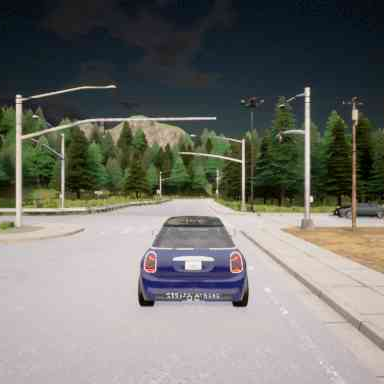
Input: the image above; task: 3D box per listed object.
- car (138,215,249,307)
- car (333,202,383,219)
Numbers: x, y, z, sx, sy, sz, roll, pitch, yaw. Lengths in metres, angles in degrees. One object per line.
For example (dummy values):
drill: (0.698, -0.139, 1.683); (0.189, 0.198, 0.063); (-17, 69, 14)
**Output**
car: (0.042, 1.349, 8.150); (2.097, 1.767, 4.553); (0, 0, 0)
car: (14.515, 1.591, 28.770); (4.181, 1.385, 1.994); (0, 0, 1)
